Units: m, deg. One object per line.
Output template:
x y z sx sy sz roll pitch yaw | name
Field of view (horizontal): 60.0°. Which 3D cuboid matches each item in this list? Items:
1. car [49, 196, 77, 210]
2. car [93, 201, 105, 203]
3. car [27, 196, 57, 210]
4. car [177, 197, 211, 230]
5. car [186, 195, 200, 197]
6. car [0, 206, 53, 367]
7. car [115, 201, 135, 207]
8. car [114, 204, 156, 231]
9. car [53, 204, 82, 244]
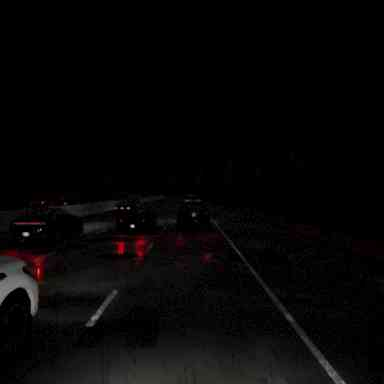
-17.572 1.490 45.675 2.097 1.767 4.553 0 0 0 | car
-14.090 1.718 50.836 1.994 1.385 4.181 0 0 0 | car
-21.077 1.495 46.945 2.097 1.767 4.553 0 0 0 | car
0.110 1.417 22.011 2.097 1.767 4.553 0 0 0 | car
0.122 1.342 41.470 2.150 2.045 5.566 0 -1 0 | car
-3.398 1.230 2.661 2.150 2.045 5.566 0 0 0 | car
-6.883 1.654 35.180 2.033 1.411 5.357 0 0 0 | car
-3.390 1.665 21.184 1.895 1.301 4.718 0 0 0 | car
-6.893 1.541 16.247 2.128 1.511 4.902 0 0 0 | car
